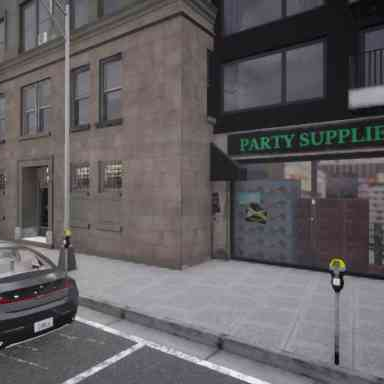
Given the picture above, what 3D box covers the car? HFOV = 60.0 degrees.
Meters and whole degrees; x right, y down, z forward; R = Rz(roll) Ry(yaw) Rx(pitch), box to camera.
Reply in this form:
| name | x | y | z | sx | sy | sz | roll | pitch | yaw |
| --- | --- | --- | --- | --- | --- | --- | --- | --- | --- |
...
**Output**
| name | x | y | z | sx | sy | sz | roll | pitch | yaw |
| --- | --- | --- | --- | --- | --- | --- | --- | --- | --- |
| car | -3.778 | 1.551 | 5.739 | 4.403 | 1.369 | 2.008 | 0 | 0 | 35 |
